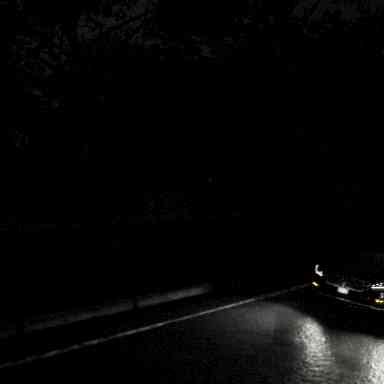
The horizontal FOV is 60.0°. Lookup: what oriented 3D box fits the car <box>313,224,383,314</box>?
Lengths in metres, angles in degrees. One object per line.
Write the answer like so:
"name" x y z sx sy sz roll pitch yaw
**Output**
"car" 4.653 1.493 7.312 4.892 1.490 1.837 0 0 -35
